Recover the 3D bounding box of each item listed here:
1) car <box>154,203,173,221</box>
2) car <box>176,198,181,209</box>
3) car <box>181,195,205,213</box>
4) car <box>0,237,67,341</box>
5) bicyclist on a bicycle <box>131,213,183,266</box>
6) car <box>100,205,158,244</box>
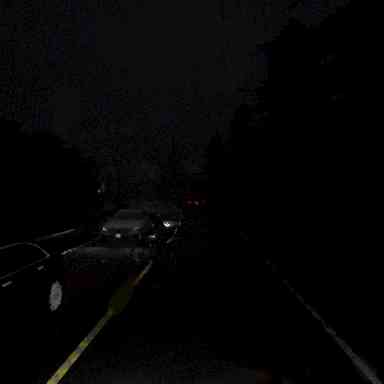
[{"bbox_3d":[-2.625,1.634,28.190,1.994,1.385,4.181,0,0,-1],"label":"car"},{"bbox_3d":[-1.167,1.630,49.127,1.837,1.490,4.892,0,0,-10],"label":"car"},{"bbox_3d":[0.237,1.317,38.732,2.150,2.045,5.566,0,-1,-5],"label":"car"},{"bbox_3d":[-3.491,1.514,4.816,1.837,1.490,4.892,0,0,3],"label":"car"},{"bbox_3d":[-1.088,1.477,10.261,1.656,1.620,0.582,-1,0,3],"label":"bicyclist on a bicycle"},{"bbox_3d":[-3.009,1.564,16.250,1.812,1.442,4.674,0,0,2],"label":"car"}]
